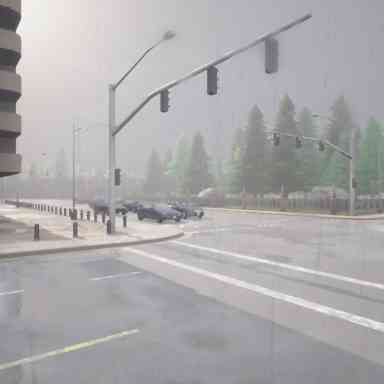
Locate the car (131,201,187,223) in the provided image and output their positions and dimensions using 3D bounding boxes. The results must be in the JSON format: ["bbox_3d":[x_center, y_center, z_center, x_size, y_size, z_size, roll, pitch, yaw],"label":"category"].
[{"bbox_3d":[-2.707,1.581,26.266,1.812,1.442,4.674,0,0,-38],"label":"car"}]

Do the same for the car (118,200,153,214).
[{"bbox_3d":[-6.379,1.656,37.117,1.895,1.301,4.718,0,0,-36],"label":"car"}]

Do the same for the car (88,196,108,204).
[{"bbox_3d":[-18.741,1.547,66.014,2.128,1.511,4.902,0,0,-36],"label":"car"}]

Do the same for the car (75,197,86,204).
[{"bbox_3d":[-20.812,1.656,62.924,1.895,1.301,4.718,0,0,-36],"label":"car"}]

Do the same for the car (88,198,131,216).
[{"bbox_3d":[-8.413,1.603,33.974,2.033,1.411,5.357,0,0,-36],"label":"car"}]

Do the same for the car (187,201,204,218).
[{"bbox_3d":[-0.904,1.547,29.690,2.128,1.511,4.902,0,0,-36],"label":"car"}]

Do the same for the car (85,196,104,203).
[{"bbox_3d":[-12.481,1.656,45.409,1.895,1.301,4.718,0,0,-36],"label":"car"}]
